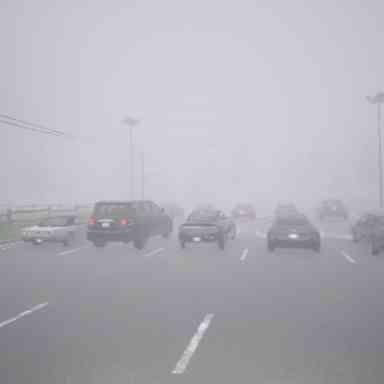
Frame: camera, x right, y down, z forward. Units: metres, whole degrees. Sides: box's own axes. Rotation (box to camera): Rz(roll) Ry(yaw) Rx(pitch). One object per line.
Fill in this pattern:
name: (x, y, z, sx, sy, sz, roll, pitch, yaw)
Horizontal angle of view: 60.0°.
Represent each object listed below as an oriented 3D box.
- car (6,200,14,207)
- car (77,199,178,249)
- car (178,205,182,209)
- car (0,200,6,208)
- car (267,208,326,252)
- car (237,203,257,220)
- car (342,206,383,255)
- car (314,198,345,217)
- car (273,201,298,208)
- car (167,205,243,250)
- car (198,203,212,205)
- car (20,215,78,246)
car: (-41.852, 2.538, 73.366, 4.553, 1.767, 2.097, -1, 0, 15)
car: (-2.654, 1.358, 15.508, 2.150, 2.045, 5.566, -1, 0, 15)
car: (-2.156, 1.719, 31.176, 2.128, 1.511, 4.902, -1, 0, 14)
car: (-42.882, 2.406, 70.019, 5.566, 2.045, 2.150, -1, 0, 15)
car: (4.192, 1.574, 13.986, 1.994, 1.385, 4.181, -1, 0, 15)
car: (4.621, 1.659, 29.424, 1.994, 1.385, 4.181, -1, 0, 14)
car: (7.497, 1.491, 12.806, 2.033, 1.411, 5.357, -1, 0, 15)
car: (11.332, 1.312, 27.404, 2.097, 1.767, 4.553, -1, -1, 15)
car: (8.003, 1.521, 28.507, 2.128, 1.511, 4.902, -1, 0, 15)
car: (0.810, 1.568, 14.886, 2.128, 1.511, 4.902, -1, 0, 15)
car: (1.236, 1.725, 30.302, 1.994, 1.385, 4.181, -1, 0, 14)
car: (-6.008, 1.808, 16.482, 1.895, 1.301, 4.718, -1, 0, 15)
